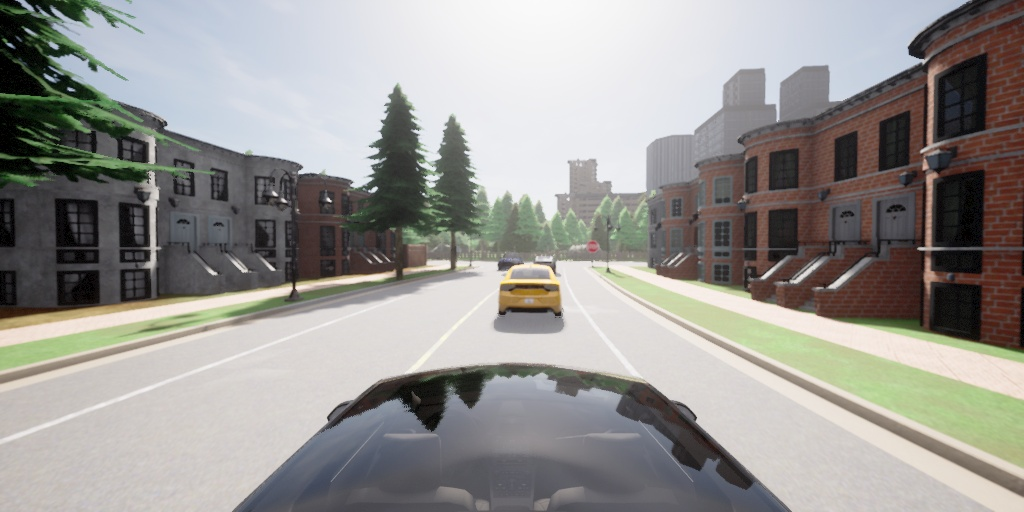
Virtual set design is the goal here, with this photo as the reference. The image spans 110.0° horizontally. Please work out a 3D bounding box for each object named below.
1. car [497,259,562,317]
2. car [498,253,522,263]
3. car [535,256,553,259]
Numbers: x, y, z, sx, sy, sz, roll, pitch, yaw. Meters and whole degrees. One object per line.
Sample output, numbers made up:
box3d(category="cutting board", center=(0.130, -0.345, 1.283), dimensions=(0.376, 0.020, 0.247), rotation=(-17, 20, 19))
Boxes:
box3d(category="car", center=(0.656, 1.031, 12.237), dimensions=(1.882, 1.535, 5.008), rotation=(0, 1, 4))
box3d(category="car", center=(-0.099, 0.470, 35.609), dimensions=(2.097, 1.767, 4.553), rotation=(0, 1, 8))
box3d(category="car", center=(2.692, 0.725, 29.416), dimensions=(2.128, 1.511, 4.902), rotation=(0, 1, 8))
